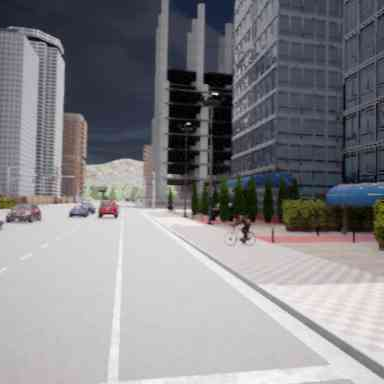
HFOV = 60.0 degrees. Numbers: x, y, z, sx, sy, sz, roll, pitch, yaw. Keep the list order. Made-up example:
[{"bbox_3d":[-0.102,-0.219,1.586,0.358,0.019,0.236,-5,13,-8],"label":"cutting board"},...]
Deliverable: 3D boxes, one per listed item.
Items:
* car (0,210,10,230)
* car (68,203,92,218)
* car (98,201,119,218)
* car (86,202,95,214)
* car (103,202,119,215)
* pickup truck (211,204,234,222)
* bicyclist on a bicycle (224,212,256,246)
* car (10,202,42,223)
[{"bbox_3d":[-13.485,1.887,20.923,1.895,1.301,4.718,2,-2,-12],"label":"car"},{"bbox_3d":[-13.774,2.378,40.561,1.994,1.385,4.181,2,-2,-12],"label":"car"},{"bbox_3d":[-10.231,2.119,40.750,2.150,2.045,5.566,2,-2,-12],"label":"car"},{"bbox_3d":[-15.730,2.380,49.992,2.097,1.767,4.553,2,-2,-12],"label":"car"},{"bbox_3d":[-12.458,2.491,51.450,2.097,1.767,4.553,2,-2,-12],"label":"car"},{"bbox_3d":[3.826,2.164,37.078,2.390,2.098,6.274,1,-2,19],"label":"pickup truck"},{"bbox_3d":[2.318,1.800,16.034,1.656,1.620,0.582,1,-2,-12],"label":"bicyclist on a bicycle"},{"bbox_3d":[-15.519,1.864,30.874,2.097,1.767,4.553,2,-2,-11],"label":"car"}]
